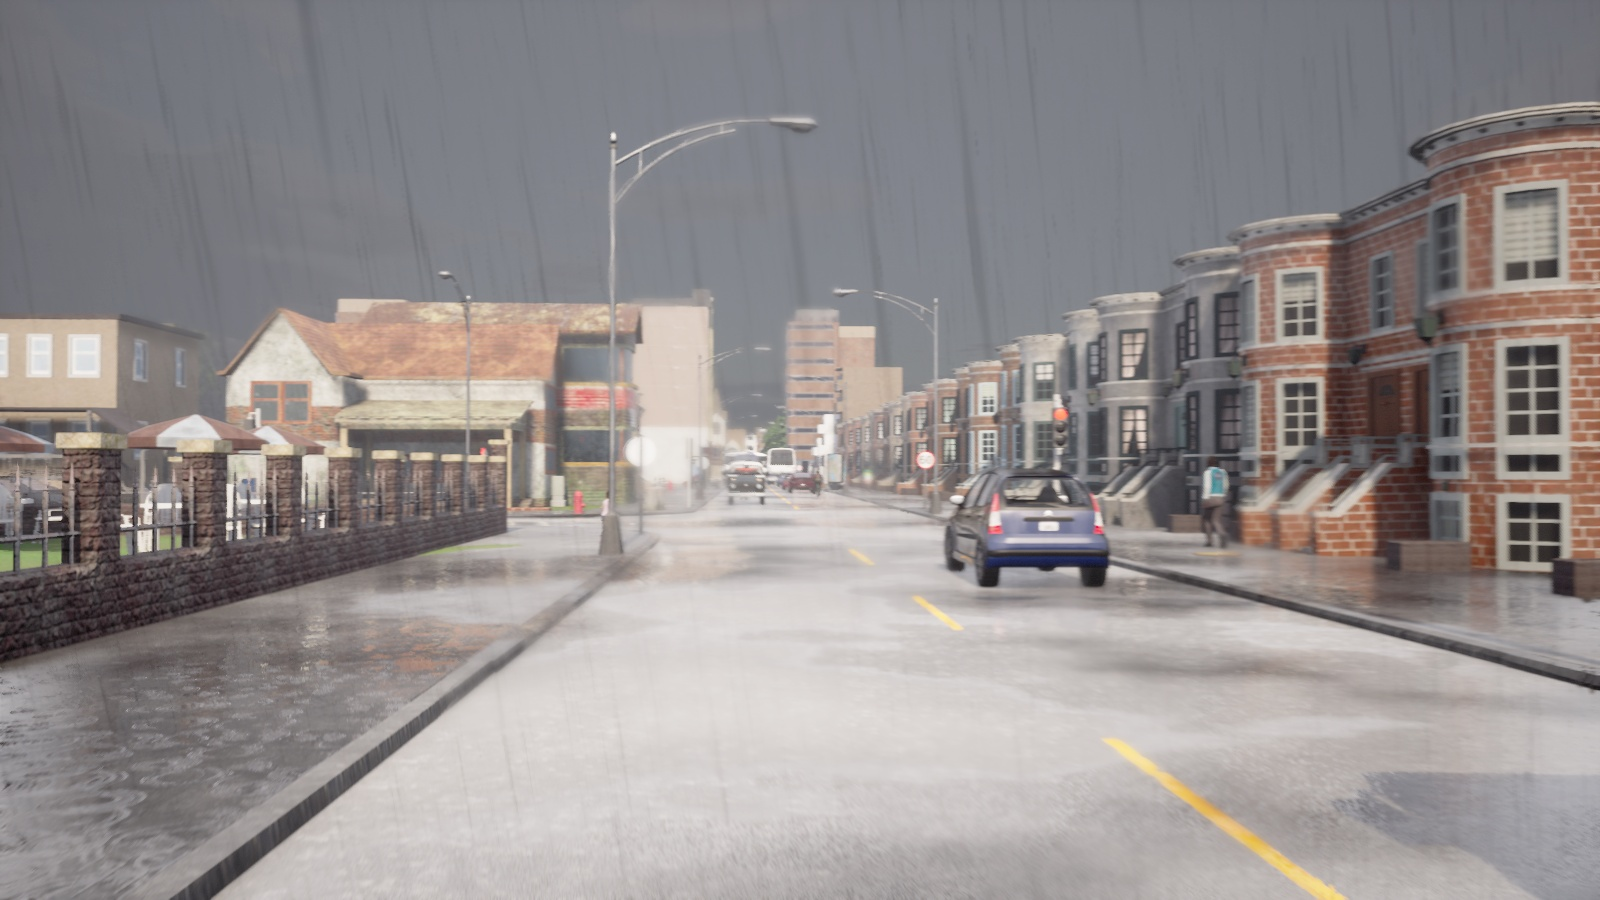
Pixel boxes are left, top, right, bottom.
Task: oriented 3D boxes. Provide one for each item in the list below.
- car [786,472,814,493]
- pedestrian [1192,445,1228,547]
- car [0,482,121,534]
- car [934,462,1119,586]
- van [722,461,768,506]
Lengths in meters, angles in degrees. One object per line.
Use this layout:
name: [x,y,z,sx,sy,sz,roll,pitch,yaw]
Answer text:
car: [-0.030,2.380,92.327,1.882,1.535,5.008,0,-1,-2]
pedestrian: [7.906,0.886,24.238,0.396,1.930,0.692,0,-1,-6]
car: [-22.505,1.627,35.578,5.357,1.411,2.033,0,-1,-5]
car: [3.194,1.010,18.545,1.851,1.617,3.988,0,-1,-2]
van: [-2.621,1.585,59.843,2.069,2.038,4.480,0,-1,-2]
